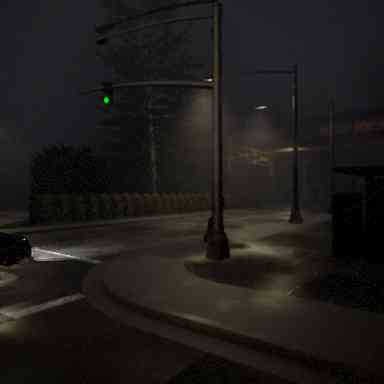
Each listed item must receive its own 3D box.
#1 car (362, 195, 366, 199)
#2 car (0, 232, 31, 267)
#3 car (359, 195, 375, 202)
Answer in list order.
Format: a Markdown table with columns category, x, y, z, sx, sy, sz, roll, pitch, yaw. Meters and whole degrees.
| category | x | y | z | sx | sy | sz | roll | pitch | yaw |
| --- | --- | --- | --- | --- | --- | --- | --- | --- | --- |
| car | 34.593 | 1.436 | 65.669 | 2.038 | 1.542 | 4.974 | 0 | 0 | 16 |
| car | -6.889 | 1.540 | 9.433 | 1.994 | 1.385 | 4.181 | 0 | 0 | 36 |
| car | 34.607 | 1.279 | 65.719 | 1.853 | 1.218 | 4.536 | 0 | 0 | 16 |
